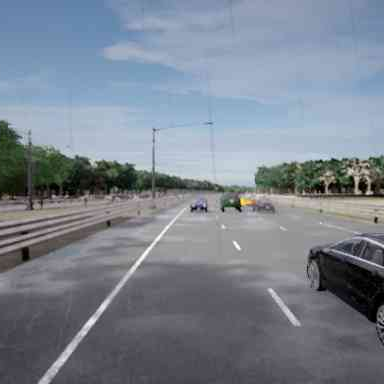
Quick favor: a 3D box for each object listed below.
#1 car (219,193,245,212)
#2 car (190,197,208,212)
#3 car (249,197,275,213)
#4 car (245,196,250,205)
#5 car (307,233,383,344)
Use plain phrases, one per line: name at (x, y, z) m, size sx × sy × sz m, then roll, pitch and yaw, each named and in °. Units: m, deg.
car at (4.334, 1.132, 38.089) m, size 2.150 × 2.045 × 5.566 m, roll 0°, pitch 0°, yaw 2°
car at (0.822, 1.512, 37.879) m, size 1.895 × 1.301 × 4.718 m, roll 0°, pitch 0°, yaw 2°
car at (7.781, 1.445, 36.194) m, size 1.812 × 1.442 × 4.674 m, roll 0°, pitch 0°, yaw 2°
car at (8.215, 1.371, 49.608) m, size 1.882 × 1.535 × 5.008 m, roll 0°, pitch 0°, yaw 3°
car at (3.638, 1.478, 5.998) m, size 2.128 × 1.511 × 4.902 m, roll 0°, pitch 0°, yaw 0°
